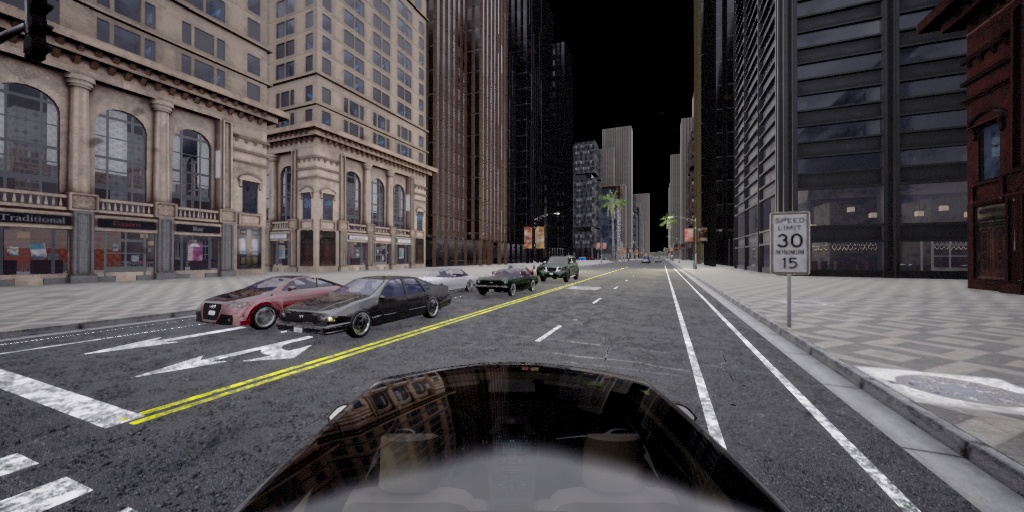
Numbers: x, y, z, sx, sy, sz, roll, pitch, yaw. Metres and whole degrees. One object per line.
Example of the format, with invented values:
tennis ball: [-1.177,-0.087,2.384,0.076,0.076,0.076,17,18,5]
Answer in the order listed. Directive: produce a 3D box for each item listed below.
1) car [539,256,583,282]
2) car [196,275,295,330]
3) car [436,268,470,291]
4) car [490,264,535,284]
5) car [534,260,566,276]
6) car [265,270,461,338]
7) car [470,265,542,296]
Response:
car: [3.990,0.987,29.349,2.150,2.045,5.566,0,0,23]
car: [-7.121,1.315,11.264,1.994,1.385,4.181,0,0,23]
car: [-3.736,1.357,19.345,1.895,1.301,4.718,0,0,23]
car: [0.118,1.364,28.530,1.895,1.301,4.718,0,0,23]
car: [4.101,1.251,37.927,1.882,1.535,5.008,0,0,23]
car: [-3.861,1.299,10.644,2.033,1.411,5.357,0,0,23]
car: [-0.151,1.358,19.486,1.895,1.301,4.718,0,0,23]
